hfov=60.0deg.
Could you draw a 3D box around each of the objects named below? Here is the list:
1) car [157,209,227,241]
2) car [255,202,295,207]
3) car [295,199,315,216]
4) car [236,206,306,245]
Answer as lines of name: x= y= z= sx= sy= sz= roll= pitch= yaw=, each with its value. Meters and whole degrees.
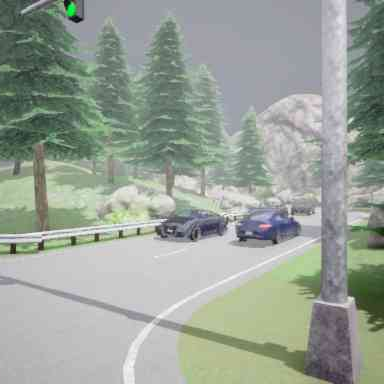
car: x=0.109 y=1.579 z=16.861 sx=1.994 sy=1.385 sz=4.181 roll=0 pitch=0 yaw=34
car: x=5.730 y=1.507 z=25.066 sx=2.128 sy=1.511 sz=4.902 roll=0 pitch=0 yaw=35
car: x=11.288 y=1.520 z=33.640 sx=1.837 sy=1.490 sz=4.892 roll=0 pitch=0 yaw=27
car: x=3.682 y=1.595 z=15.743 sx=1.812 sy=1.442 sz=4.674 roll=0 pitch=-1 yaw=34
